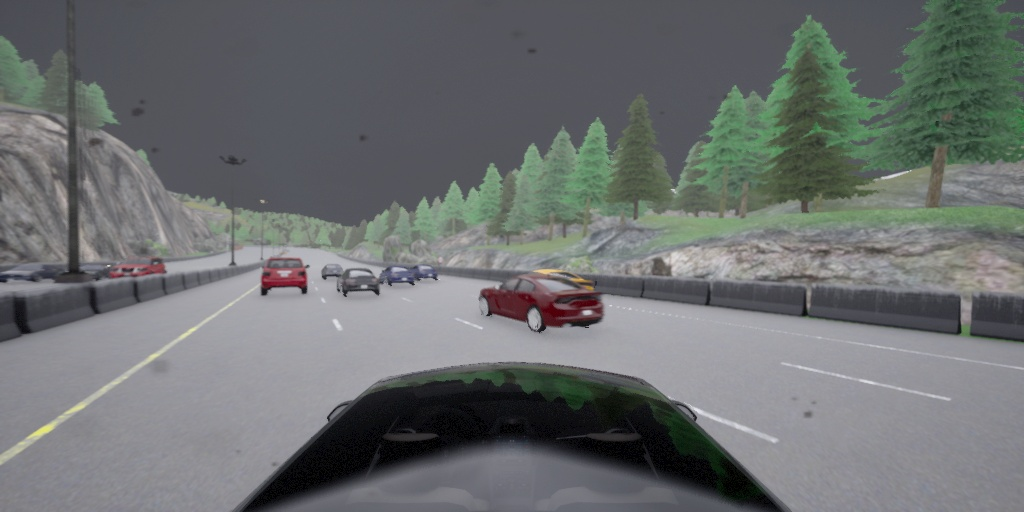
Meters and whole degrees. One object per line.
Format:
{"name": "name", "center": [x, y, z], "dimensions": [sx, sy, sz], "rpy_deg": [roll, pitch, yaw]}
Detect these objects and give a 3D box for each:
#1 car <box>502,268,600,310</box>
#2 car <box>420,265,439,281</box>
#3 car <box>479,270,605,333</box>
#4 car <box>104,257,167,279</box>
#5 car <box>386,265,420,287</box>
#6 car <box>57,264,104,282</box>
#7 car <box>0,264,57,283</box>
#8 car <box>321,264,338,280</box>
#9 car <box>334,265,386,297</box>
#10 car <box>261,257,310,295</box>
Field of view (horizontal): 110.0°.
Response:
{"name": "car", "center": [1.589, 1.371, 16.617], "dimensions": [1.882, 1.535, 5.008], "rpy_deg": [1, -1, -31]}
{"name": "car", "center": [-8.328, 1.528, 33.294], "dimensions": [1.812, 1.442, 4.674], "rpy_deg": [1, -1, -31]}
{"name": "car", "center": [0.669, 1.318, 11.316], "dimensions": [1.882, 1.535, 5.008], "rpy_deg": [1, -1, -31]}
{"name": "car", "center": [-30.932, 1.097, 29.906], "dimensions": [2.150, 2.045, 5.566], "rpy_deg": [1, -1, -30]}
{"name": "car", "center": [-8.718, 1.470, 27.102], "dimensions": [1.812, 1.442, 4.674], "rpy_deg": [1, -1, -31]}
{"name": "car", "center": [-35.277, 1.407, 30.401], "dimensions": [2.033, 1.411, 5.357], "rpy_deg": [1, -1, -30]}
{"name": "car", "center": [-38.387, 1.378, 28.790], "dimensions": [2.033, 1.411, 5.357], "rpy_deg": [1, -1, -30]}
{"name": "car", "center": [-17.539, 1.526, 35.087], "dimensions": [2.033, 1.411, 5.357], "rpy_deg": [1, -1, -31]}
{"name": "car", "center": [-8.686, 1.406, 20.199], "dimensions": [1.812, 1.442, 4.674], "rpy_deg": [1, 0, -31]}
{"name": "car", "center": [-13.187, 1.091, 20.926], "dimensions": [2.150, 2.045, 5.566], "rpy_deg": [1, 0, -31]}
